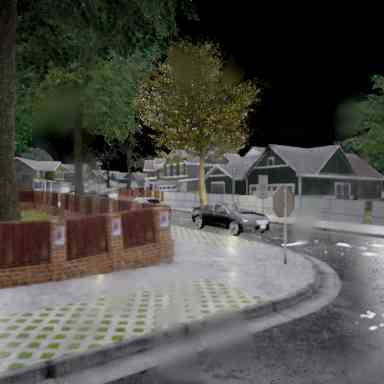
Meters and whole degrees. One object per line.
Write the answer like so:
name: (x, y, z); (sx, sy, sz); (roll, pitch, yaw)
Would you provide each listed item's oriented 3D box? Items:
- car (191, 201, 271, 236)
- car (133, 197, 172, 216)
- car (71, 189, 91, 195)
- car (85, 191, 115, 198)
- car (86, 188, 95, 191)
car: (1.860, 1.260, 17.085); (2.128, 1.511, 4.902); (0, 1, -34)
car: (-3.278, 1.121, 24.822); (1.812, 1.442, 4.674); (0, 1, -34)
car: (-14.348, 0.719, 41.519); (1.994, 1.385, 4.181); (0, 1, -33)
car: (-8.800, 0.918, 33.124); (1.812, 1.442, 4.674); (0, 1, -33)
car: (-16.875, 0.404, 51.755); (1.837, 1.490, 4.892); (0, 2, -25)
